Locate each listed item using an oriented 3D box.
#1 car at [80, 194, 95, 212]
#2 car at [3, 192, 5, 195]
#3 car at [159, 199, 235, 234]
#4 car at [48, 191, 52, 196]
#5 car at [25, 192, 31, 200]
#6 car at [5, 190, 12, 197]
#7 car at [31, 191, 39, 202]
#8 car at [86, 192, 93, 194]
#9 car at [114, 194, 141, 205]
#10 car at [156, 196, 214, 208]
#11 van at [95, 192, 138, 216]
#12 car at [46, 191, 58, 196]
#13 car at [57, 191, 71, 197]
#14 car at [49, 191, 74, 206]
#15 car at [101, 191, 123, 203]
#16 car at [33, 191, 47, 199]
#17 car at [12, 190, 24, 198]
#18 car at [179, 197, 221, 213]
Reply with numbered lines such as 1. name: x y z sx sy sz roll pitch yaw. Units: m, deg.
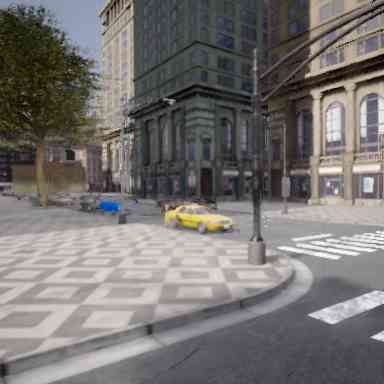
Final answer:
1. car: -9.503 1.158 32.049 2.008 1.369 4.403 0 0 -35
2. car: -45.099 0.178 82.560 1.967 1.590 4.097 1 0 -35
3. car: 0.305 1.327 18.130 1.752 1.417 4.829 0 0 -35
4. car: -19.211 0.919 45.828 2.008 1.369 4.403 1 1 -35
5. car: -25.684 0.756 55.011 2.008 1.369 4.403 1 0 -35
6. car: -41.863 0.254 77.968 1.967 1.590 4.097 1 0 -35
7. car: -22.448 0.837 50.420 2.008 1.369 4.403 1 1 -35
8. car: -15.483 0.780 55.335 2.008 1.369 4.403 1 1 -35
9. car: -9.011 0.945 46.153 2.008 1.369 4.403 1 1 -35
10. car: -0.357 1.229 23.851 1.882 1.535 5.008 0 1 -35
11. van: -6.266 1.019 27.456 1.690 1.788 3.998 0 0 -35
12. car: -34.898 0.339 82.881 1.802 1.307 4.206 0 1 -35
13. car: -28.426 0.456 73.699 1.887 1.381 4.507 0 1 -35
14. car: -15.878 0.978 41.098 1.752 1.417 4.829 1 0 -35
15. car: -12.245 0.752 50.743 1.967 1.590 4.097 1 1 -35
16. car: -30.368 0.533 66.434 1.812 1.442 4.674 0 1 -35
17. car: -35.390 0.408 68.785 1.967 1.590 4.097 1 0 -35
18. car: 0.697 1.188 32.375 1.947 1.339 4.313 0 0 -35
